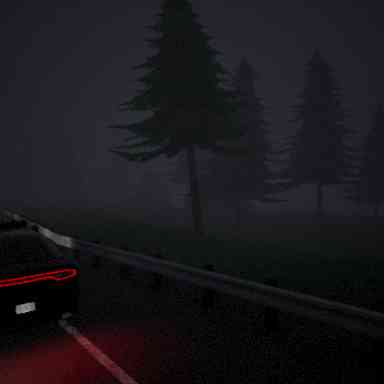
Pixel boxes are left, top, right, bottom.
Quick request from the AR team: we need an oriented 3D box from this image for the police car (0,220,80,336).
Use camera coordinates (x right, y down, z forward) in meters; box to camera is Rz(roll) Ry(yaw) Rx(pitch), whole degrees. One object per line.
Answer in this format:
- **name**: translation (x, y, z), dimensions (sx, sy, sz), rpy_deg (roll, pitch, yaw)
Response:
- **police car**: translation (-3.916, 1.402, 6.612), dimensions (1.930, 1.638, 5.238), rpy_deg (-2, 1, -39)
